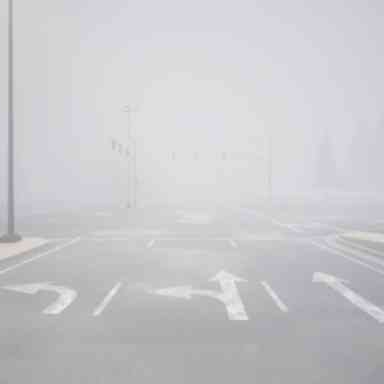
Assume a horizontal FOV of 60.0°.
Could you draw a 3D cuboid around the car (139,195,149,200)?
[{"bbox_3d":[-11.462,1.287,79.914,1.895,1.301,4.718,0,0,0],"label":"car"}]
